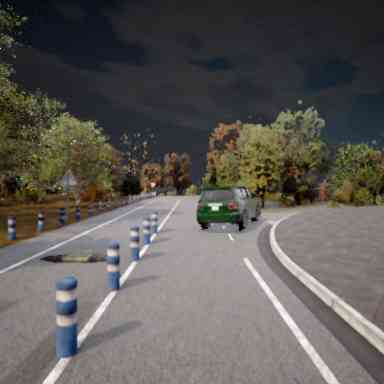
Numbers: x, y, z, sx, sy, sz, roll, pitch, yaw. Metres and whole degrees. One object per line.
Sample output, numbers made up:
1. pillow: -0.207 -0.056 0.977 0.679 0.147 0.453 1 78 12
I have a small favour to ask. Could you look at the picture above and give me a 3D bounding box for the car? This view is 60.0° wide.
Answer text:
1. car: 2.006 0.708 17.191 2.150 2.045 5.566 -2 2 21
